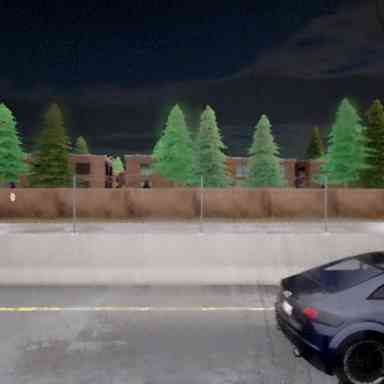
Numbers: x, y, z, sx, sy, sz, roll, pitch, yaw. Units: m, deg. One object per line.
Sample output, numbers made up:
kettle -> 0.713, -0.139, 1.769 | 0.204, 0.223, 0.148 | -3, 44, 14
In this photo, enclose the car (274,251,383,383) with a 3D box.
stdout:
car -> 3.318, 1.570, 4.658 | 4.181, 1.385, 1.994 | 0, 0, -1
